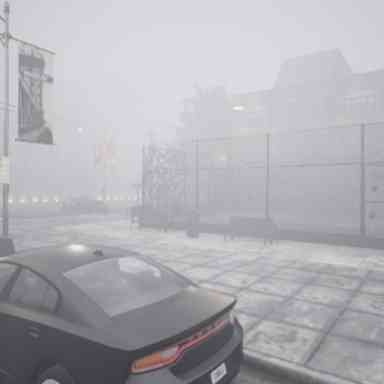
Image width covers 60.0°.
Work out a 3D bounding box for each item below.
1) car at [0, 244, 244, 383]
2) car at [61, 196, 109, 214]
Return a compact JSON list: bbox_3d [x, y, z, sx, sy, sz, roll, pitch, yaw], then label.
[{"bbox_3d":[-1.782,1.447,4.403,5.008,1.535,2.097,1,0,35],"label":"car"},{"bbox_3d":[-10.429,1.126,32.777,2.097,1.767,4.553,1,0,35],"label":"car"}]
